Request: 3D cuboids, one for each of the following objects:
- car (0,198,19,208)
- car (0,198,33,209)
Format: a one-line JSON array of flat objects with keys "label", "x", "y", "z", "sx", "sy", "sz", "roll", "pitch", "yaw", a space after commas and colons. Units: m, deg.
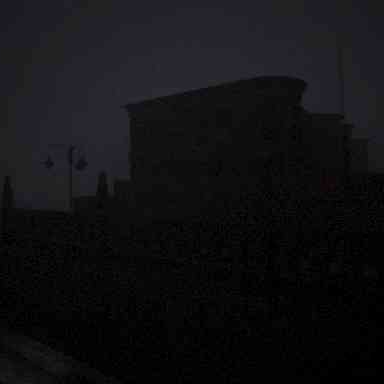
[{"label": "car", "x": -26.529, "y": 1.523, "z": 45.901, "sx": 1.994, "sy": 1.385, "sz": 4.181, "roll": 0, "pitch": 0, "yaw": 36}, {"label": "car", "x": -22.162, "y": 1.512, "z": 40.032, "sx": 2.033, "sy": 1.411, "sz": 5.357, "roll": 0, "pitch": 0, "yaw": 36}]
